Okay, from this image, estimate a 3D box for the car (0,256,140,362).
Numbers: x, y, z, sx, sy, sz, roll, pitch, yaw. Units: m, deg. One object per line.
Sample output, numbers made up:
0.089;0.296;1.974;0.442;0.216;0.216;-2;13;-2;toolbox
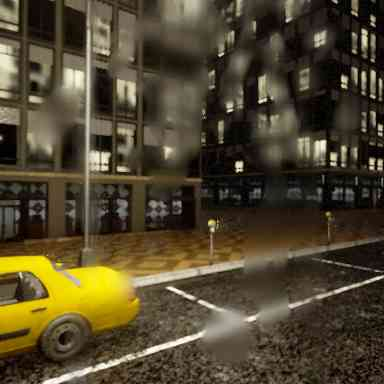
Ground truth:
-3.096;1.526;4.337;4.829;1.417;1.752;0;1;-35;car
